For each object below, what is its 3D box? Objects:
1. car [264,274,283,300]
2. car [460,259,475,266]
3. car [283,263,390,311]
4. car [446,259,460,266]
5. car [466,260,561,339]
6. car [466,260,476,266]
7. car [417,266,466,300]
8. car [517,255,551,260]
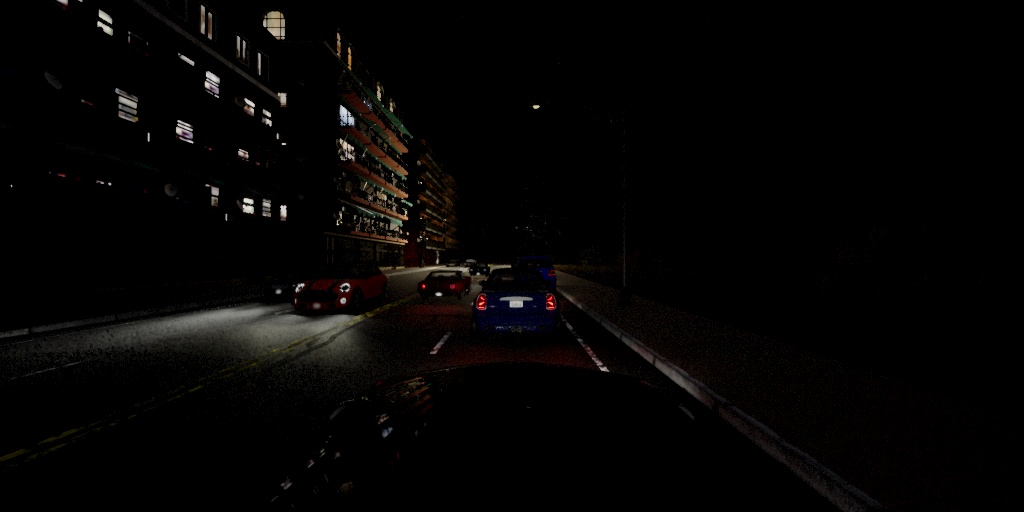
[{"bbox_3d":[-9.851,1.243,17.582,2.128,1.511,4.902,0,0,0],"label":"car"},{"bbox_3d":[-6.583,1.241,57.741,2.128,1.511,4.902,0,0,0],"label":"car"},{"bbox_3d":[-6.601,1.104,14.365,2.097,1.767,4.553,0,0,0],"label":"car"},{"bbox_3d":[-9.822,1.227,60.430,1.882,1.535,5.008,0,0,0],"label":"car"},{"bbox_3d":[0.097,1.103,10.193,2.097,1.767,4.553,0,0,0],"label":"car"},{"bbox_3d":[-3.151,1.353,35.850,1.895,1.301,4.718,0,0,0],"label":"car"},{"bbox_3d":[-3.152,1.353,17.697,1.895,1.301,4.718,0,0,0],"label":"car"},{"bbox_3d":[1.136,0.977,19.768,2.150,2.045,5.566,0,0,0],"label":"car"}]
